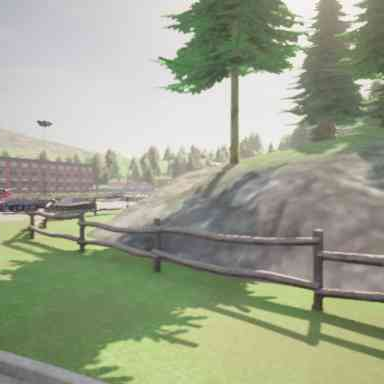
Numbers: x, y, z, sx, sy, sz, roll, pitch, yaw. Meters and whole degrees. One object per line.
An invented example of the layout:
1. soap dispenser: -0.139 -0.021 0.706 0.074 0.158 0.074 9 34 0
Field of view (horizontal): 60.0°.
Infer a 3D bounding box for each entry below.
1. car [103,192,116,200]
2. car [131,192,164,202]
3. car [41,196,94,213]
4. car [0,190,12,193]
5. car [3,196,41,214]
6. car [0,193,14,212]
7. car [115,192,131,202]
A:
1. car: -13.166 0.758 56.991 1.837 1.490 4.892 0 0 26
2. car: -7.093 0.769 53.476 1.882 1.535 5.008 0 1 26
3. car: -10.671 1.138 29.641 1.812 1.442 4.674 0 1 25
4. car: -20.575 0.793 33.251 2.150 2.045 5.566 0 1 25
5. car: -14.196 1.207 30.375 1.895 1.301 4.718 0 1 25
6. car: -17.174 1.131 32.272 2.033 1.411 5.357 0 1 25
7. car: -10.132 0.796 55.229 1.812 1.442 4.674 0 1 26
